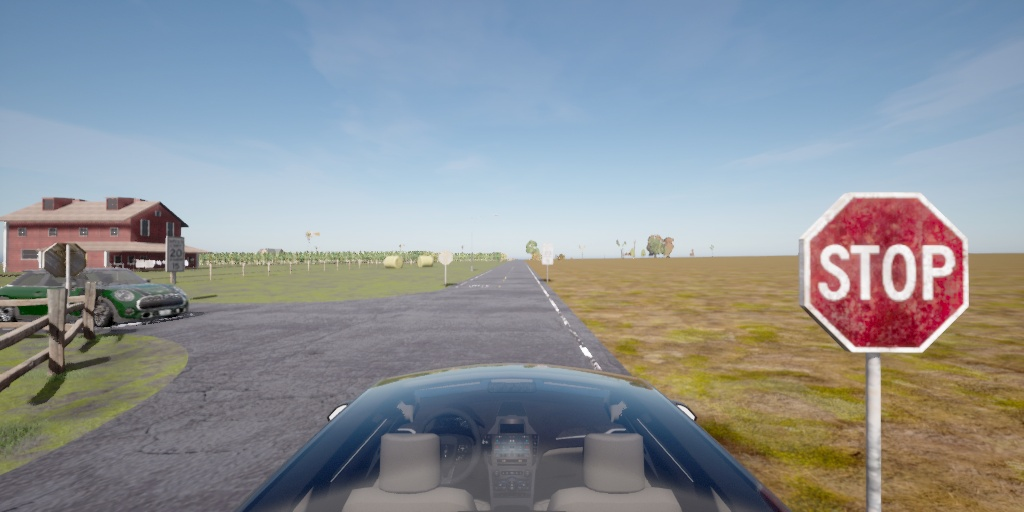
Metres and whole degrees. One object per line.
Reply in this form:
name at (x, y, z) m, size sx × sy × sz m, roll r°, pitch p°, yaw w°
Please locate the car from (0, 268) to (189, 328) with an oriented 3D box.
car at (-12.802, 1.146, 11.094) m, size 4.553 × 1.767 × 2.097 m, roll 0°, pitch -1°, yaw 4°
